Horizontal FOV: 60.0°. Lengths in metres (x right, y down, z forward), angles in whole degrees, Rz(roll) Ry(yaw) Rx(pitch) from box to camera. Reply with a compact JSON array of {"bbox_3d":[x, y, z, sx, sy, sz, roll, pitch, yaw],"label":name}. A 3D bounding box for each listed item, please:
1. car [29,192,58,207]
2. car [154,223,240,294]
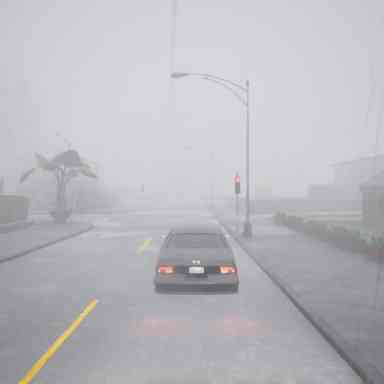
[{"bbox_3d":[-19.743,0.985,43.945,1.905,1.878,3.866,0,0,35],"label":"car"},{"bbox_3d":[0.100,1.547,8.900,2.033,1.411,5.357,0,0,0],"label":"car"}]
